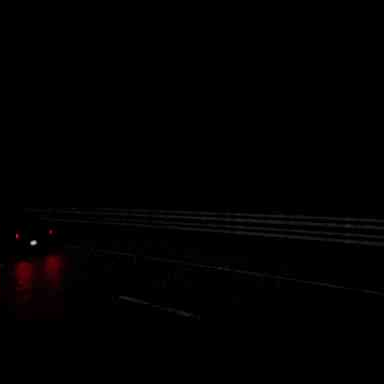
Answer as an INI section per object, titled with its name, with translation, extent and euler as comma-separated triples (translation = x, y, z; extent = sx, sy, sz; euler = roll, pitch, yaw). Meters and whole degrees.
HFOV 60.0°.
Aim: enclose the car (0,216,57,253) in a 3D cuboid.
[car]
translation = -7.779, 1.641, 13.828
extent = 4.718, 1.301, 1.895
euler = -1, 0, 36
